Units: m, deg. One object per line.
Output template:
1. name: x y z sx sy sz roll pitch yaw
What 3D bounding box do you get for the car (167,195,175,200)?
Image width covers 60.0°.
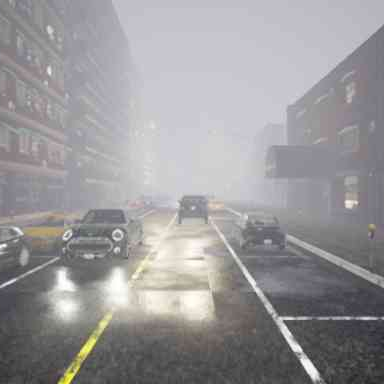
1. car: -5.713 1.495 91.551 2.008 1.369 4.403 0 0 0

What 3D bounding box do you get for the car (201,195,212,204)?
1. car: 2.676 1.379 63.857 1.967 1.590 4.097 0 0 0

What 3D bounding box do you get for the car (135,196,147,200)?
1. car: -5.696 1.396 30.618 1.967 1.590 4.097 0 0 0

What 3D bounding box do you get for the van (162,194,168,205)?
1. van: -5.703 1.279 58.315 1.690 1.788 3.998 0 0 0

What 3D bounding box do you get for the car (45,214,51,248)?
1. car: -5.691 1.502 13.831 1.752 1.417 4.829 0 0 0

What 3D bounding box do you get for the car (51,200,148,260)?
1. car: -3.090 1.331 12.244 2.097 1.767 4.553 0 0 0

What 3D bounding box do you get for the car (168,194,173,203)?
1. car: -5.706 1.254 69.394 2.192 1.841 5.009 0 0 0

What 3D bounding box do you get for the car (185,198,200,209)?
1. car: 0.089 1.508 45.837 1.994 1.385 4.181 0 0 0

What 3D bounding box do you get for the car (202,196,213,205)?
1. car: 2.677 1.464 58.487 1.752 1.417 4.829 0 0 0

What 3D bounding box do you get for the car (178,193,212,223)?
1. car: 0.092 1.187 25.100 2.150 2.045 5.566 0 0 0

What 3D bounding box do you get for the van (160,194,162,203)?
1. van: -5.700 1.283 47.238 1.690 1.788 3.998 0 0 0

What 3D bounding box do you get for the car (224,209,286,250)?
1. car: 2.689 1.528 14.004 2.008 1.369 4.403 0 0 0

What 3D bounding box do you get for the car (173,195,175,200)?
1. car: -5.711 1.508 86.013 1.947 1.339 4.313 0 0 0

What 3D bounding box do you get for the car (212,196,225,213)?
1. car: 2.683 1.476 36.331 1.752 1.417 4.829 0 0 0

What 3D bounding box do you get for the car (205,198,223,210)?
1. car: 2.681 1.497 41.700 2.008 1.369 4.403 0 0 0

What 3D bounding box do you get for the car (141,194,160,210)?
1. car: -5.698 1.261 41.698 2.192 1.841 5.009 0 0 0

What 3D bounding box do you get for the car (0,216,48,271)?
1. car: -5.690 1.536 8.462 2.008 1.369 4.403 0 0 0

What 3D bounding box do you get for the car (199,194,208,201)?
1. car: 2.671 1.381 80.475 1.967 1.590 4.097 0 0 0

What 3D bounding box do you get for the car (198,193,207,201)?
1. car: 2.670 1.257 86.016 2.192 1.841 5.009 0 0 0

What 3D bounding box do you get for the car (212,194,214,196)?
1. car: 2.679 1.255 52.778 2.192 1.841 5.009 0 0 0
